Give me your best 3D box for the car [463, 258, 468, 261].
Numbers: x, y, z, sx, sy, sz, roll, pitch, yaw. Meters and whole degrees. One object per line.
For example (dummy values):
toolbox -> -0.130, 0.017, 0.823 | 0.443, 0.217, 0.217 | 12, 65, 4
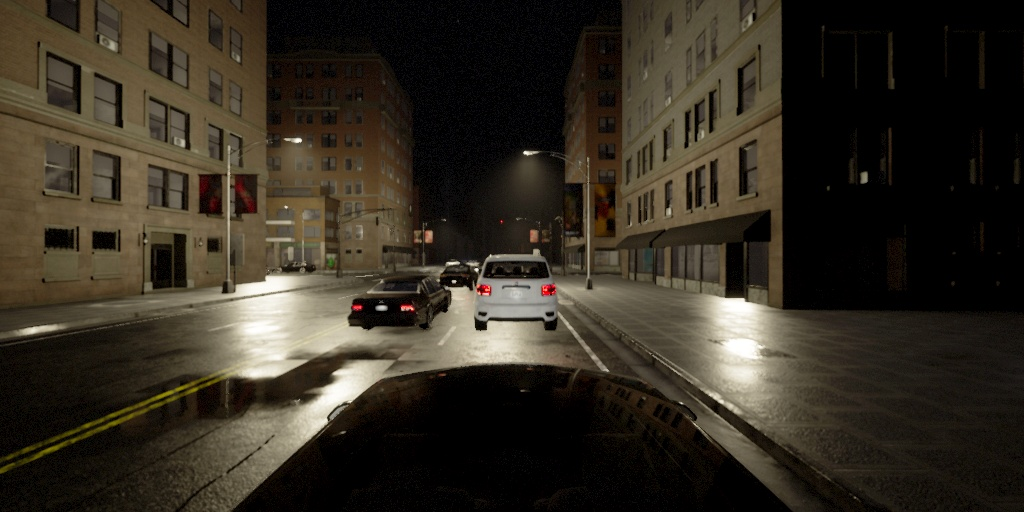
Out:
car -> -6.573, 1.403, 59.487 | 1.895, 1.301, 4.718 | 0, 0, 0

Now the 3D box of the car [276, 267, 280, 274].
car -> -27.283, 1.323, 36.661 | 5.357, 1.411, 2.033 | 0, 0, 0

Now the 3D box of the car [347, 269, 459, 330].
car -> -3.150, 1.307, 11.134 | 2.033, 1.411, 5.357 | 0, 0, 0

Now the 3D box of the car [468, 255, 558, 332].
car -> 0.101, 0.981, 11.092 | 2.150, 2.045, 5.566 | 0, 0, 0

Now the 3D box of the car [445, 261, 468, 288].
car -> -3.149, 1.248, 22.014 | 1.882, 1.535, 5.008 | 0, 0, 0

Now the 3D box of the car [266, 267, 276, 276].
car -> -25.413, 1.203, 34.112 | 4.097, 1.591, 1.967 | 0, 0, 0

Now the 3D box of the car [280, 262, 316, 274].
car -> -25.371, 1.368, 42.137 | 4.313, 1.339, 1.948 | 0, 0, 0

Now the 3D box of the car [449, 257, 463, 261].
car -> -9.826, 1.328, 59.614 | 1.812, 1.442, 4.674 | 0, 0, 0
